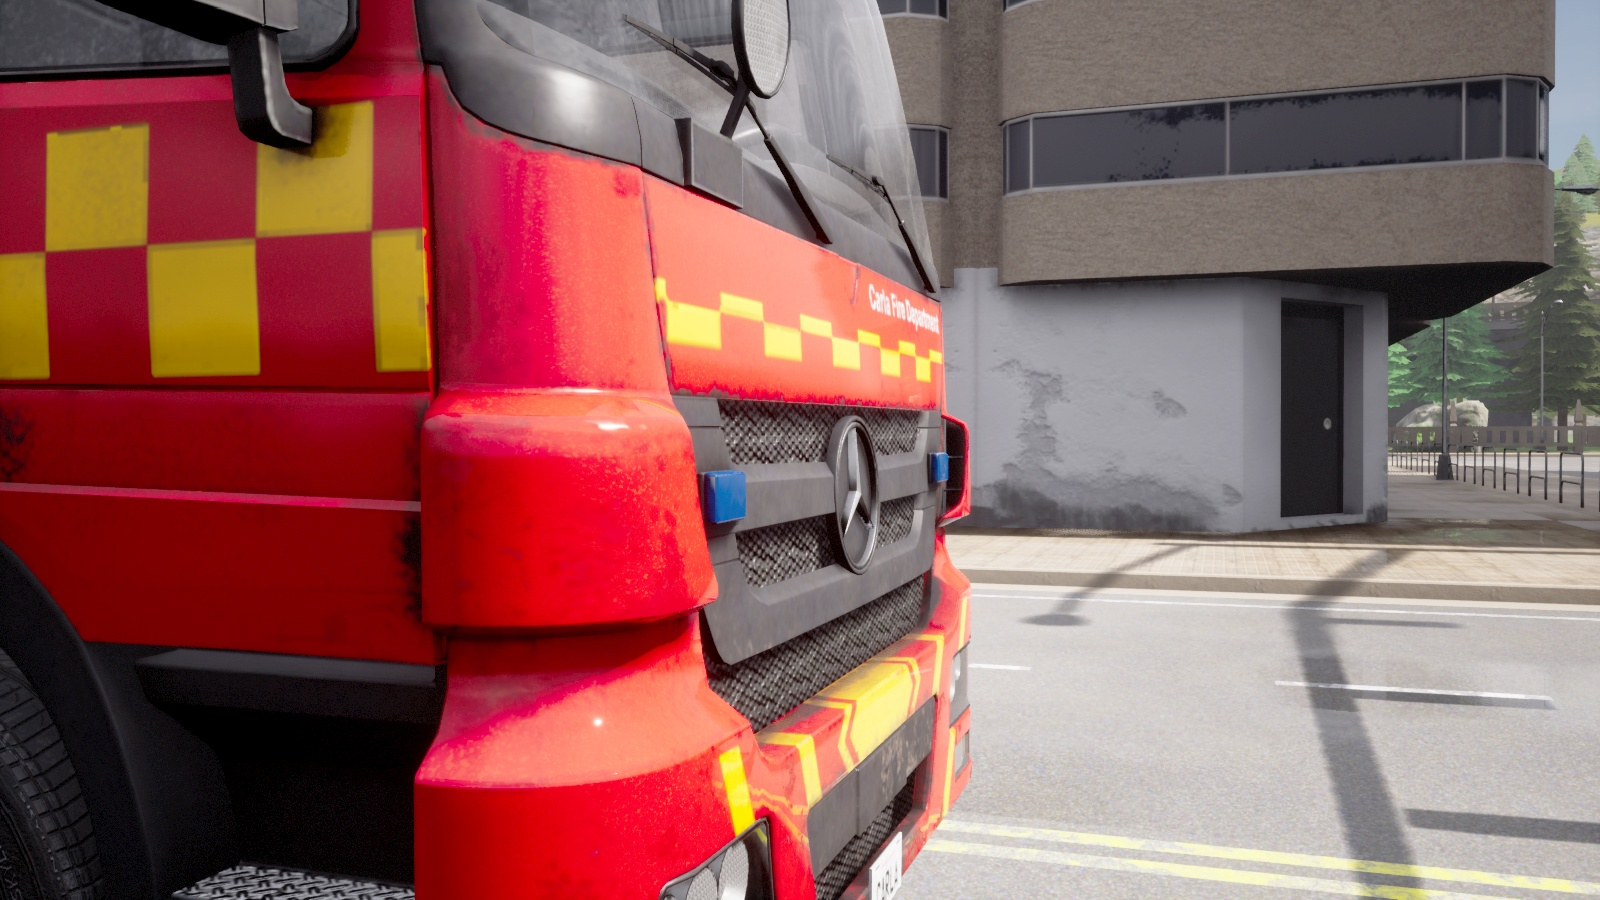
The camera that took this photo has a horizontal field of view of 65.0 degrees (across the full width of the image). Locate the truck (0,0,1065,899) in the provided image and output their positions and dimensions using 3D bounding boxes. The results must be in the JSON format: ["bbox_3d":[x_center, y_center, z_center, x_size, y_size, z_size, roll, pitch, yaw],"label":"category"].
[{"bbox_3d":[-3.556,-0.422,4.371,8.468,3.827,2.891,1,1,19],"label":"truck"}]
